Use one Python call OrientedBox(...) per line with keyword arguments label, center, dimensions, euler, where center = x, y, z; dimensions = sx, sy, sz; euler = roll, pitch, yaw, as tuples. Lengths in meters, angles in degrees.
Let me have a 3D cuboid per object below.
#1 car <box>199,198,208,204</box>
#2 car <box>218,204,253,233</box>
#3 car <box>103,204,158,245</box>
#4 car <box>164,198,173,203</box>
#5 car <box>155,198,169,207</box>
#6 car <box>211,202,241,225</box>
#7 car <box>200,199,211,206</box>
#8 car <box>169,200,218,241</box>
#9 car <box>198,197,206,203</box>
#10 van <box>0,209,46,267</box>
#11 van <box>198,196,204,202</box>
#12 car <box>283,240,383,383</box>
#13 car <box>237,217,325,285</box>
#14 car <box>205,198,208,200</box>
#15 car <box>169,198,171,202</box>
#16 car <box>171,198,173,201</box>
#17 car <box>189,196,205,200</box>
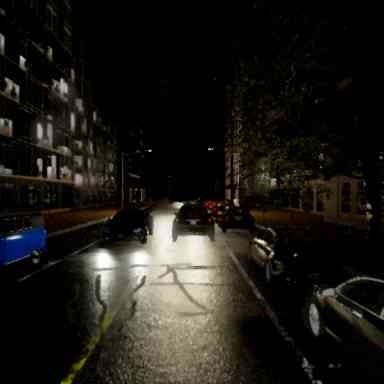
OrientedBox(label="car", center=(2.600, 2.090, 77.797), dimensions=(1.947, 1.339, 4.313), euler=(0, 0, 0))
OrientedBox(label="car", center=(2.668, 1.596, 20.876), dimensions=(1.967, 1.590, 4.097), euler=(0, 0, 0))
OrientedBox(label="car", center=(-3.018, 1.606, 16.578), dimensions=(1.882, 1.535, 5.008), euler=(0, 0, 0))
OrientedBox(label="car", center=(-5.787, 2.128, 83.488), dimensions=(1.947, 1.339, 4.313), euler=(0, 0, 0))
OrientedBox(label="car", center=(-5.760, 1.973, 60.717), dimensions=(1.887, 1.381, 4.507), euler=(0, 0, 0))
OrientedBox(label="car", center=(2.661, 1.637, 26.568), dimensions=(1.967, 1.590, 4.097), euler=(0, 0, 0))
OrientedBox(label="car", center=(2.614, 2.023, 66.413), dimensions=(1.947, 1.339, 4.313), euler=(0, 0, 0))
OrientedBox(label="car", center=(0.069, 1.486, 17.797), dimensions=(2.097, 1.767, 4.553), euler=(0, -1, 0))
OrientedBox(label="car", center=(2.587, 2.155, 89.181), dimensions=(1.947, 1.339, 4.313), euler=(0, 0, 0))
OrientedBox(label="van", center=(-5.699, 1.420, 9.485), dimensions=(1.690, 1.788, 3.998), euler=(0, 0, 0))
OrientedBox(label="van", center=(2.581, 1.961, 94.876), dimensions=(1.690, 1.788, 3.998), euler=(0, 0, 0))
OrientedBox(label="car", center=(2.688, 1.581, 3.798), dimensions=(2.008, 1.369, 4.403), euler=(0, 0, 0))
OrientedBox(label="car", center=(2.681, 1.625, 9.490), dimensions=(2.008, 1.369, 4.403), euler=(0, 0, 0))
OrientedBox(label="car", center=(2.634, 1.897, 49.337), dimensions=(1.887, 1.381, 4.507), euler=(0, 0, 0))
OrientedBox(label="car", center=(-5.767, 2.044, 66.410), dimensions=(1.802, 1.307, 4.206), euler=(0, 0, 0))
OrientedBox(label="car", center=(-5.780, 2.074, 77.795), dimensions=(1.887, 1.381, 4.507), euler=(0, 0, 0))
OrientedBox(label="car", center=(0.052, 1.633, 38.390), dimensions=(2.097, 1.767, 4.553), euler=(0, 0, 0))
